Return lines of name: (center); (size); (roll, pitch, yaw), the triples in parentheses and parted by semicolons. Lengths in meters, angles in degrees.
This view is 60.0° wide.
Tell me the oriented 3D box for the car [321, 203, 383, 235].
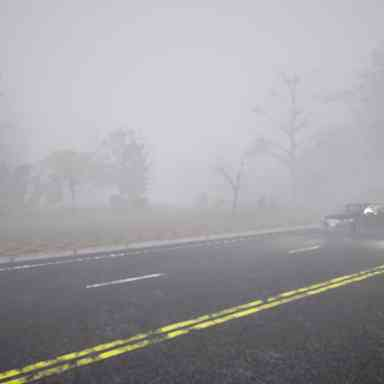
car: (9.024, 1.368, 18.032); (4.902, 1.511, 2.128); (0, 0, -35)
